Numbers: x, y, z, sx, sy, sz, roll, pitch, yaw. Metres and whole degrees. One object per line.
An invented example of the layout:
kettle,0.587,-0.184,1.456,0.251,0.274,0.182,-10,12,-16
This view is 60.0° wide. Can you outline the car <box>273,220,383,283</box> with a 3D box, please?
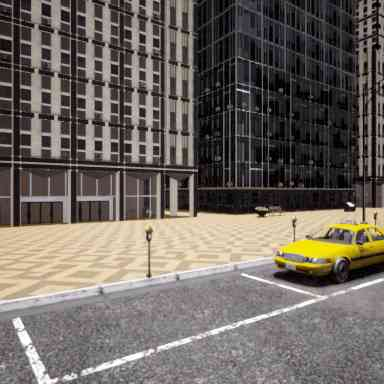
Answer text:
car,4.422,1.526,9.667,4.829,1.417,1.752,0,0,-35
